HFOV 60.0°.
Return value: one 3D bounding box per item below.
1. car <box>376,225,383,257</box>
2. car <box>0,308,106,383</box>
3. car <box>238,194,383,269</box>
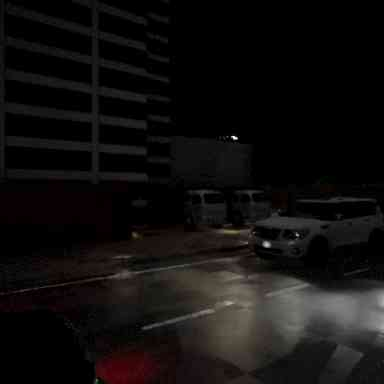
[{"bbox_3d":[7.240,1.581,9.064,4.718,1.301,1.895,0,0,-35],"label":"car"},{"bbox_3d":[-3.172,1.551,1.718,5.357,1.411,2.033,0,0,-35],"label":"car"},{"bbox_3d":[4.466,1.205,11.394,5.566,2.045,2.150,0,0,-35],"label":"car"}]
